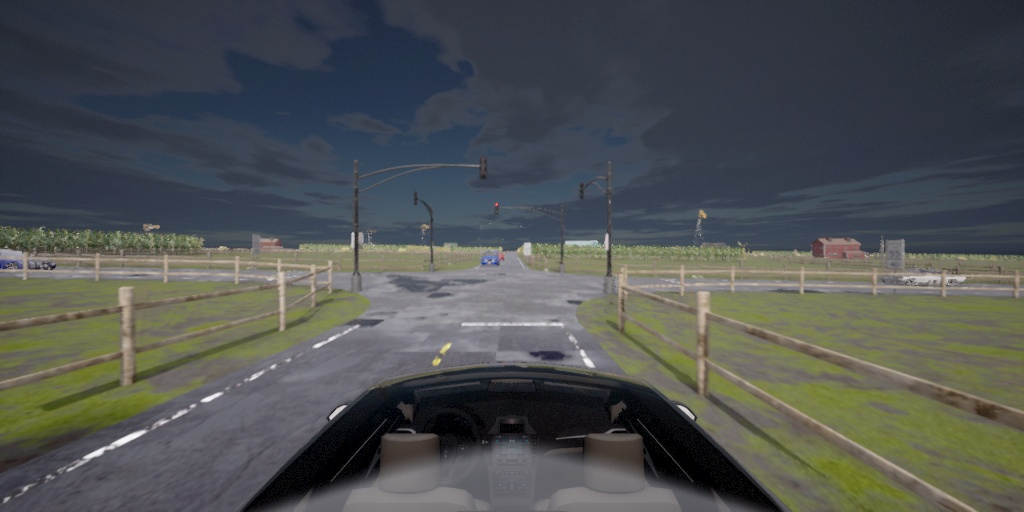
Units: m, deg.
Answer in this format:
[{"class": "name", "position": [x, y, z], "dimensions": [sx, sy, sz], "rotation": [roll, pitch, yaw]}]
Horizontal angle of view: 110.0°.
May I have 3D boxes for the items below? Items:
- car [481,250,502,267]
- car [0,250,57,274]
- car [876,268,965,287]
[{"class": "car", "position": [-2.724, 0.358, 46.015], "dimensions": [2.150, 2.045, 5.566], "rotation": [0, 3, 0]}, {"class": "car", "position": [-32.324, 0.356, 22.994], "dimensions": [4.674, 1.442, 1.812], "rotation": [1, 1, 0]}, {"class": "car", "position": [30.251, 1.558, 26.659], "dimensions": [4.718, 1.301, 1.895], "rotation": [1, 1, 0]}]
